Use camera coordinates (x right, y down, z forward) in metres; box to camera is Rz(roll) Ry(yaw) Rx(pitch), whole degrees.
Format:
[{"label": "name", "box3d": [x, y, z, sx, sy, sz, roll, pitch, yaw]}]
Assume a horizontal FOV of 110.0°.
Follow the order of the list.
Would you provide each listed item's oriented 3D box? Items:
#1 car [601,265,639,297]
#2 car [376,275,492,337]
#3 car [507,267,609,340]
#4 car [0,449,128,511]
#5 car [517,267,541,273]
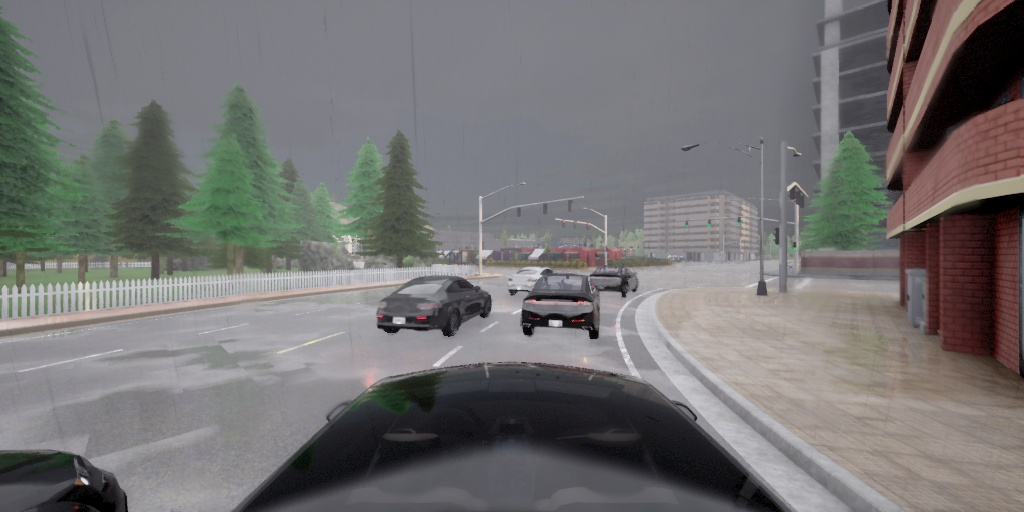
[{"label": "car", "box3d": [5.428, 1.242, 18.963, 2.128, 1.511, 4.902, 0, 0, 28]}, {"label": "car", "box3d": [-2.000, 1.276, 10.282, 1.812, 1.442, 4.674, 0, 0, 13]}, {"label": "car", "box3d": [1.534, 1.242, 10.109, 2.128, 1.511, 4.902, 0, 0, 14]}, {"label": "car", "box3d": [-3.170, 1.314, 0.306, 1.994, 1.385, 4.181, 0, 0, -3]}, {"label": "car", "box3d": [1.377, 1.276, 19.020, 1.812, 1.442, 4.674, 0, 0, 27]}]
